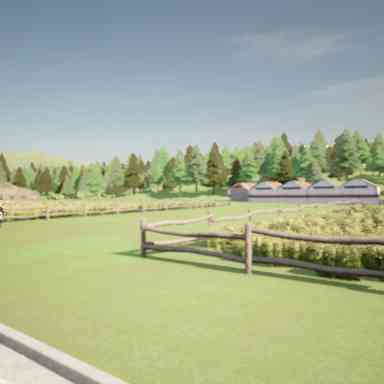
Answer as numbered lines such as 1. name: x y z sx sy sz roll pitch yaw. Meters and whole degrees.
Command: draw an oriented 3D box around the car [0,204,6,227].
1. car: -13.774 1.450 20.742 1.905 1.878 3.866 -1 0 36
